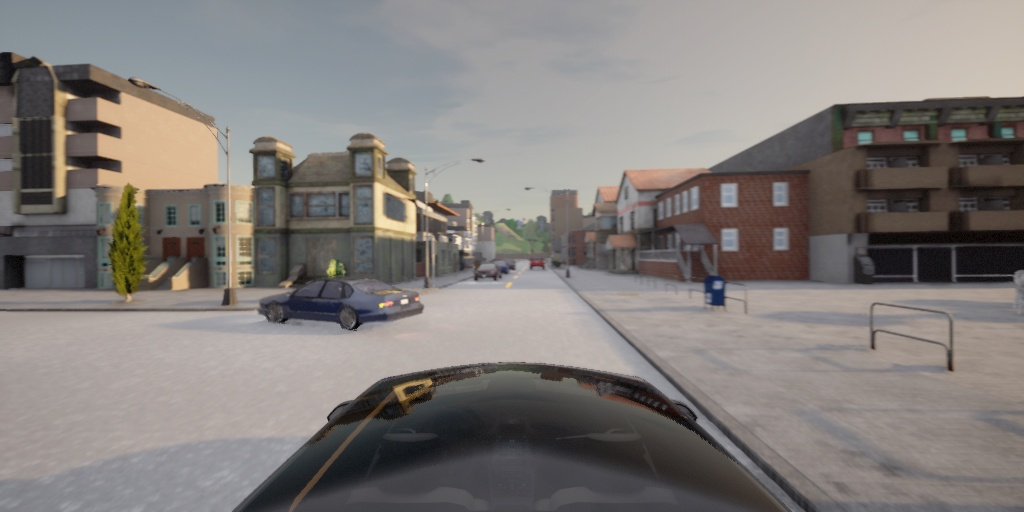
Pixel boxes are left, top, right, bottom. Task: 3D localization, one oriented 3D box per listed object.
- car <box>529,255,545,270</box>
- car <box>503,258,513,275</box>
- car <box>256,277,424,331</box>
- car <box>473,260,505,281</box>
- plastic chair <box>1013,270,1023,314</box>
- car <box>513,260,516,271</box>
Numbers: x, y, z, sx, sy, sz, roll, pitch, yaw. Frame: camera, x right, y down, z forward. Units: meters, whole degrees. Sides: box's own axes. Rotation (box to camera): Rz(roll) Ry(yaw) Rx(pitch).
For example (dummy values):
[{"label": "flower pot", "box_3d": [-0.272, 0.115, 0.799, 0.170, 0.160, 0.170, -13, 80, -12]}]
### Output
[{"label": "car", "box_3d": [3.735, 0.936, 53.141, 2.150, 2.045, 5.566, -1, 0, 4]}, {"label": "car", "box_3d": [-1.335, 1.252, 40.078, 1.882, 1.535, 5.008, -1, 0, 4]}, {"label": "car", "box_3d": [-5.358, 1.363, 11.101, 5.357, 1.411, 2.033, -1, 0, 23]}, {"label": "car", "box_3d": [-1.985, 1.306, 30.862, 1.812, 1.442, 4.674, -1, 0, 6]}, {"label": "plastic chair", "box_3d": [15.461, 1.096, 10.360, 0.730, 1.272, 0.750, 0, 0, 4]}, {"label": "car", "box_3d": [-0.586, 1.119, 49.998, 2.097, 1.767, 4.553, -1, 0, 4]}]
